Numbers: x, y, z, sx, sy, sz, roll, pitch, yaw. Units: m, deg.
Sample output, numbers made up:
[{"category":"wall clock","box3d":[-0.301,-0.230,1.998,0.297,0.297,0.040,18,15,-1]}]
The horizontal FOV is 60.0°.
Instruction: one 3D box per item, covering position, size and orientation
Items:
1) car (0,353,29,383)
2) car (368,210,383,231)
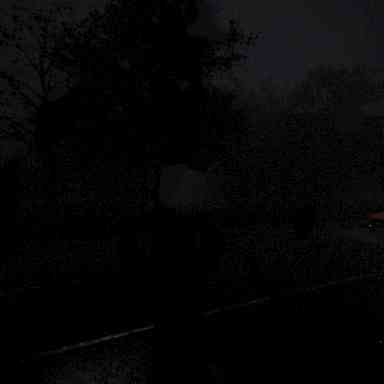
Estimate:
[{"category":"car","box3d":[-3.201,1.516,1.330,4.674,1.442,1.812,0,0,-37]},{"category":"car","box3d":[12.150,1.452,18.766,5.008,1.535,1.882,0,0,-25]}]
